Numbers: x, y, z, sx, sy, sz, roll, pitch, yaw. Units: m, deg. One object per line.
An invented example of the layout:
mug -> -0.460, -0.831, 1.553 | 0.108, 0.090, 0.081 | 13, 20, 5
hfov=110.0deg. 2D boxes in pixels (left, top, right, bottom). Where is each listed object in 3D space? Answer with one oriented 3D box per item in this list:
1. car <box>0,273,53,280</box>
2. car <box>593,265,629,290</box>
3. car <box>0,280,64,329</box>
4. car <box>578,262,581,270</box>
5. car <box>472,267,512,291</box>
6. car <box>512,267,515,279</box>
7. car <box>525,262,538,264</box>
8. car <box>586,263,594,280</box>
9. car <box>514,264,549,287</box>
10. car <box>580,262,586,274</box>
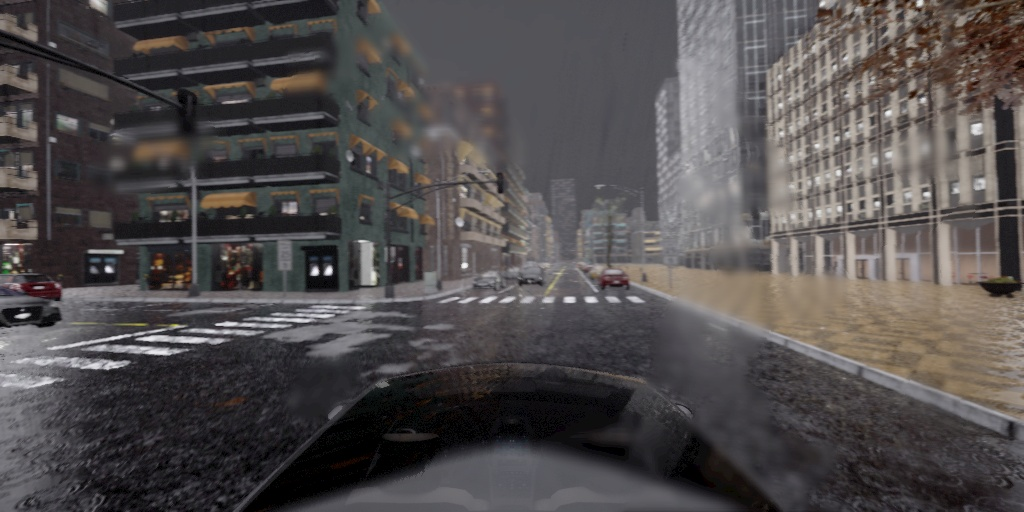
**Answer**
car -> -24.976, 1.584, 17.767 | 4.097, 1.591, 1.967 | 0, 0, 9
car -> 6.718, 1.470, 23.988 | 1.888, 1.381, 4.507 | 0, 0, 9
car -> -15.972, 1.551, 10.569 | 4.181, 1.385, 1.994 | -1, -1, 8
car -> 12.864, 1.892, 62.395 | 1.751, 1.417, 4.829 | 0, 0, 9
car -> -1.555, 1.669, 25.310 | 2.007, 1.370, 4.403 | 0, 0, 9
car -> 0.193, 1.792, 36.236 | 2.007, 1.370, 4.403 | 0, 0, 9
car -> 1.942, 1.808, 47.161 | 1.967, 1.591, 4.097 | 0, 0, 9
car -> 8.493, 1.574, 35.081 | 1.751, 1.417, 4.829 | 0, 0, 9
car -> 1.640, 1.600, 28.372 | 1.837, 1.490, 4.892 | -1, -1, 9
car -> 11.089, 1.820, 51.301 | 1.802, 1.307, 4.207 | 0, 0, 9
